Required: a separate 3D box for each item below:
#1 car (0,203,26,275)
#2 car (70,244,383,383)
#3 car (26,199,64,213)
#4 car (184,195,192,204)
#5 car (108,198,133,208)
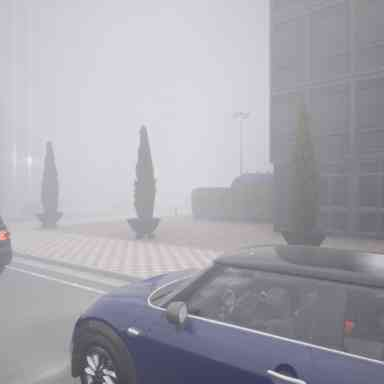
[{"bbox_3d":[-7.074,1.222,9.017,5.566,2.045,2.150,0,0,36],"label":"car"},{"bbox_3d":[0.788,1.352,3.431,4.553,1.767,2.097,0,0,36],"label":"car"},{"bbox_3d":[-16.833,1.491,37.219,2.128,1.511,4.902,0,0,35],"label":"car"},{"bbox_3d":[0.846,1.223,62.324,2.150,2.045,5.566,0,0,35],"label":"car"},{"bbox_3d":[-9.811,1.564,47.248,1.994,1.385,4.181,0,0,35],"label":"car"}]
